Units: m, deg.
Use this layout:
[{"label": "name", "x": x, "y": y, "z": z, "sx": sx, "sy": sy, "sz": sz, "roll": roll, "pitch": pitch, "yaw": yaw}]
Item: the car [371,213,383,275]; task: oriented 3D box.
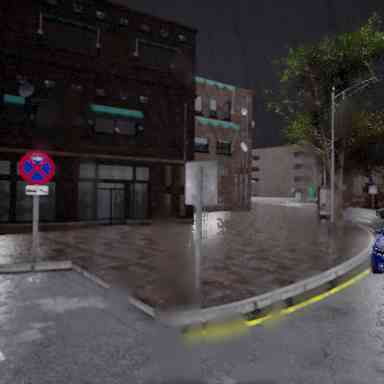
[{"label": "car", "x": 6.836, "y": 1.552, "z": 10.132, "sx": 1.882, "sy": 1.535, "sz": 5.008, "roll": 1, "pitch": 0, "yaw": 36}]

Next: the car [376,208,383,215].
[{"label": "car", "x": 16.724, "y": 1.652, "z": 26.802, "sx": 2.033, "sy": 1.411, "sz": 5.357, "roll": 1, "pitch": 1, "yaw": 10}]

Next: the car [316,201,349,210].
[{"label": "car", "x": 17.129, "y": 1.409, "z": 40.885, "sx": 1.895, "sy": 1.301, "sz": 4.718, "roll": 1, "pitch": 1, "yaw": -7}]
